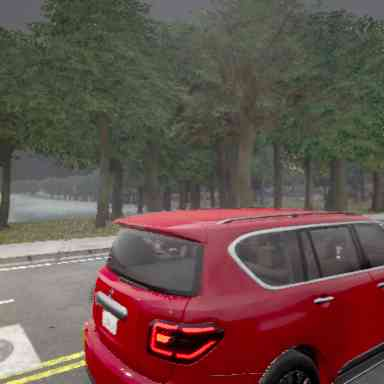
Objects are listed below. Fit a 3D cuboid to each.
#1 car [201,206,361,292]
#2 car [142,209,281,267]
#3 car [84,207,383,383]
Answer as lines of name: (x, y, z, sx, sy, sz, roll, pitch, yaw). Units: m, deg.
car: (2.713, 1.366, 9.666, 4.553, 1.767, 2.097, 0, 0, -36)
car: (0.854, 1.506, 12.332, 4.902, 1.511, 2.128, 0, 0, -36)
car: (1.445, 1.234, 4.493, 5.566, 2.045, 2.150, 0, 0, -36)
